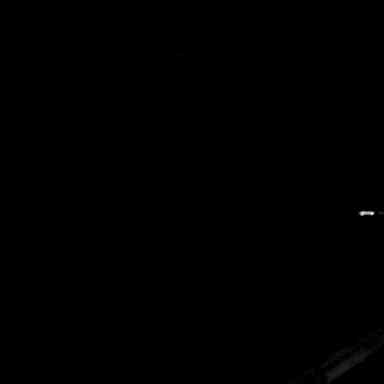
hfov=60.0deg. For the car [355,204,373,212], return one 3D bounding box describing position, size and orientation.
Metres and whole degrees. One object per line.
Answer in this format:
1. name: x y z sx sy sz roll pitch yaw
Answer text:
1. car: 29.878 2.672 57.696 1.895 1.301 4.718 -4 -2 14
